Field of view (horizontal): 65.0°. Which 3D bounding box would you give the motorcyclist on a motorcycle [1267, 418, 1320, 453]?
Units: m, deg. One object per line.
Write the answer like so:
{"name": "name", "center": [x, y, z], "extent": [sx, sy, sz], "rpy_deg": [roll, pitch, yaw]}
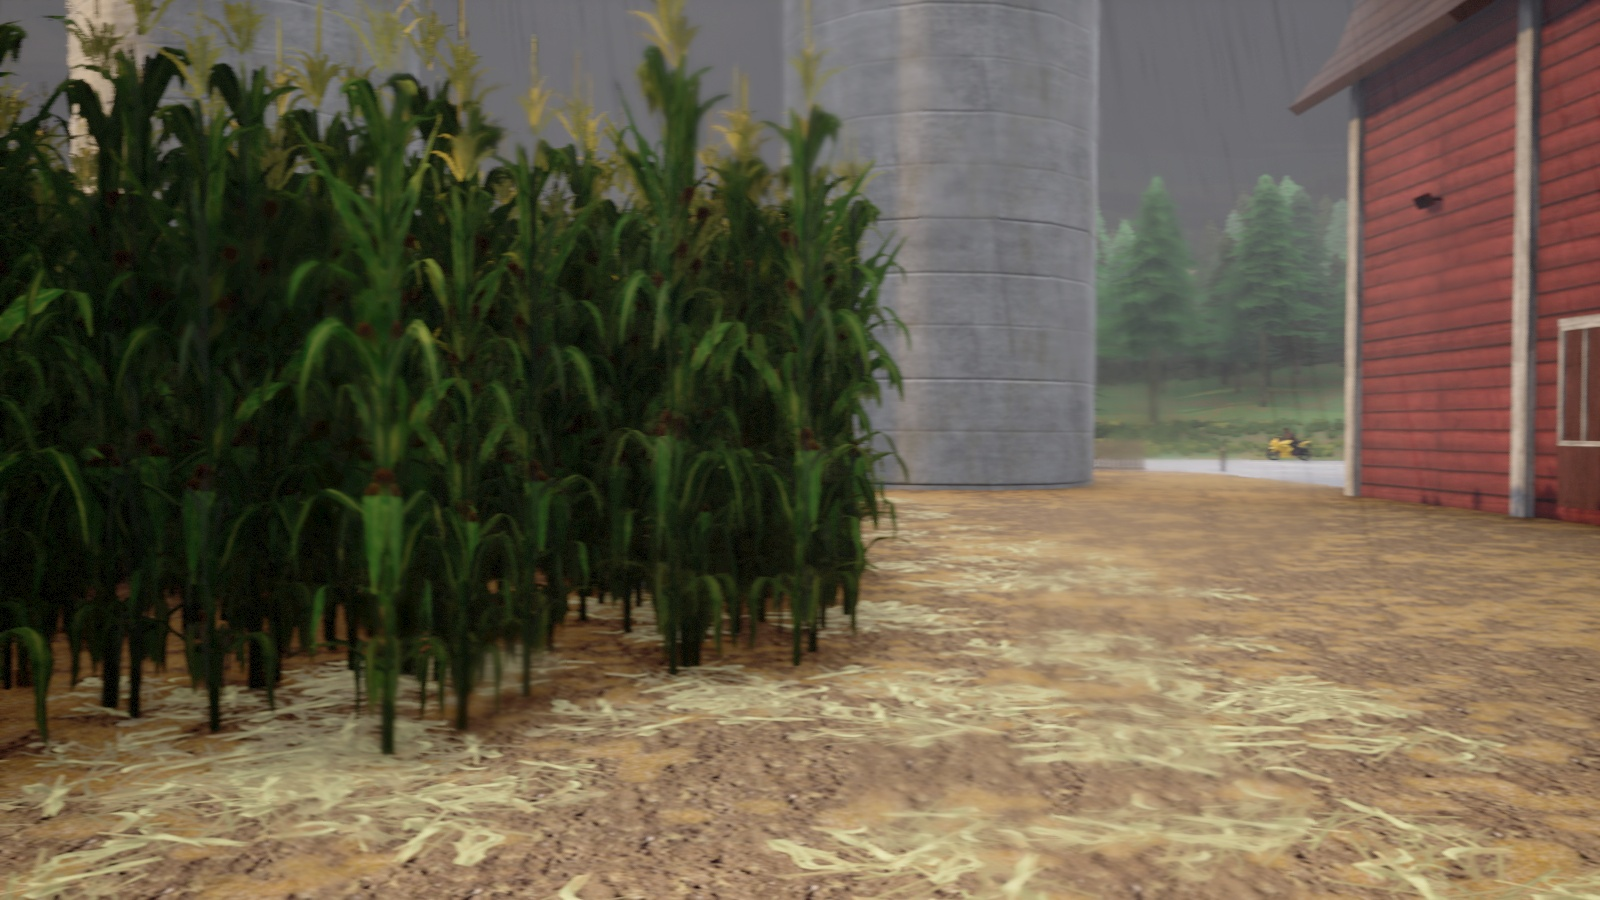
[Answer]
{"name": "motorcyclist on a motorcycle", "center": [21.944, -0.640, 55.903], "extent": [2.044, 1.523, 0.797], "rpy_deg": [-1, 1, -1]}
